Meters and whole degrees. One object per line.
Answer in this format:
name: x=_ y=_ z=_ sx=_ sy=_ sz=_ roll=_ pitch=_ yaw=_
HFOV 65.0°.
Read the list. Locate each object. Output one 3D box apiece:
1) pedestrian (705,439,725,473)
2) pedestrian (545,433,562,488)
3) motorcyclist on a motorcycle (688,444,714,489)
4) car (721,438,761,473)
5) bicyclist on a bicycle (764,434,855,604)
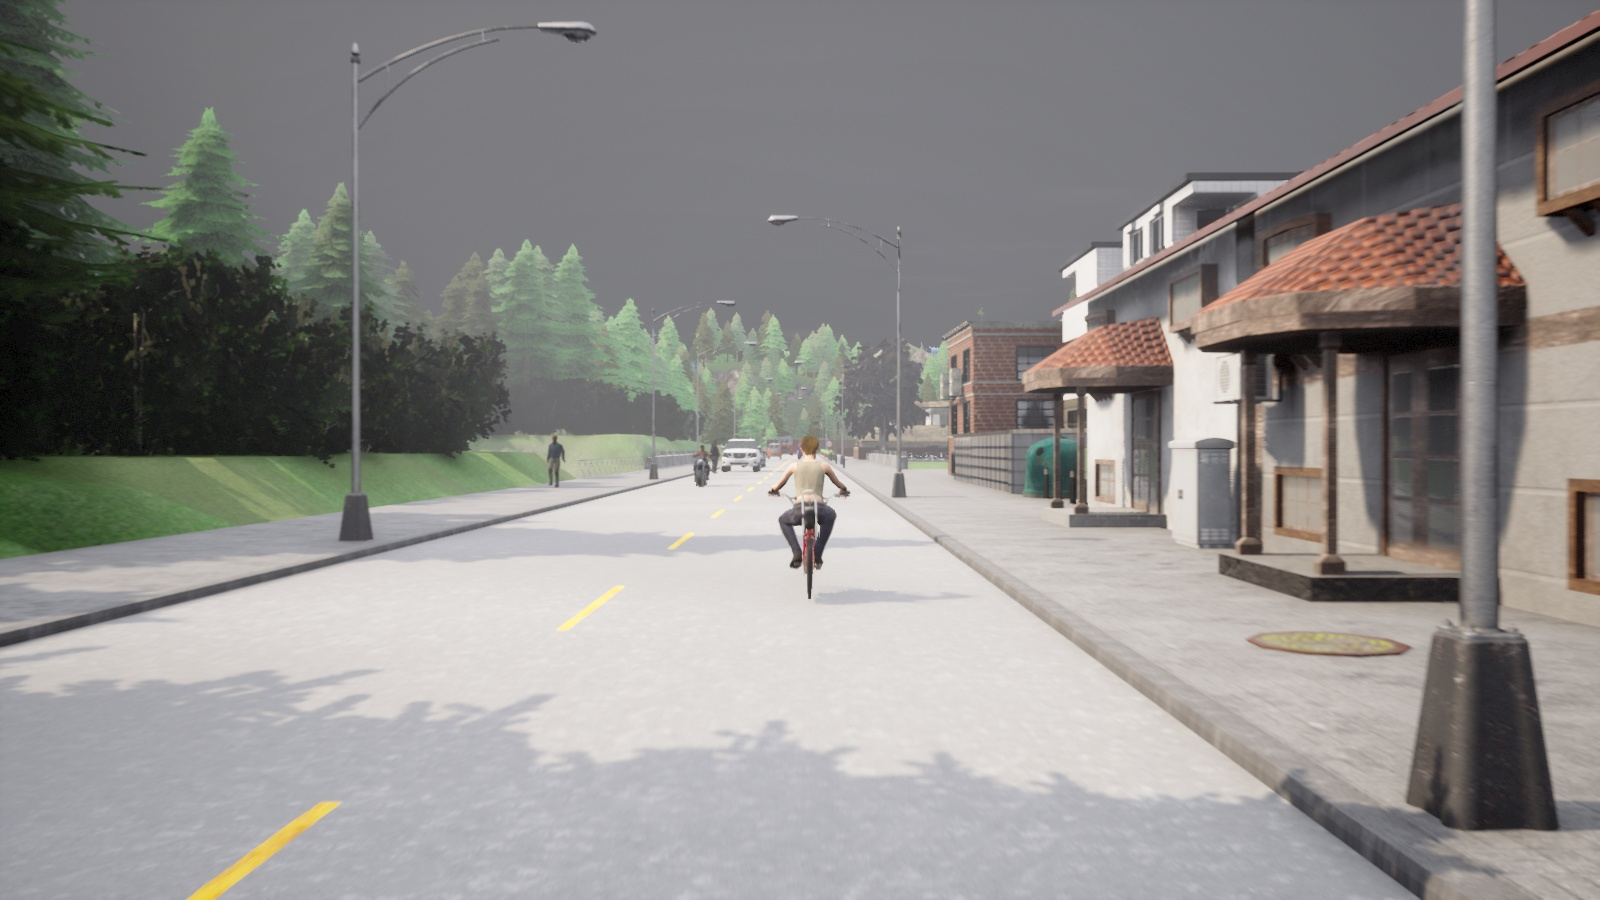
pedestrian: x=-4.534 y=0.321 z=66.901 sx=0.899 sy=1.844 sz=0.634 roll=0 pitch=0 yaw=11
pedestrian: x=-8.375 y=0.355 z=42.694 sx=0.370 sy=1.835 sz=0.726 roll=0 pitch=0 yaw=8
motorcyclist on a motorcycle: x=-3.726 y=0.591 z=47.325 sx=0.766 sy=1.649 sz=2.350 roll=0 pitch=0 yaw=0
car: x=-3.575 y=0.295 z=76.742 sx=2.150 sy=2.045 sz=5.566 roll=0 pitch=0 yaw=0
bicyclist on a bicycle: x=0.093 y=0.656 z=12.657 sx=0.866 sy=1.612 sz=1.509 roll=0 pitch=0 yaw=0
